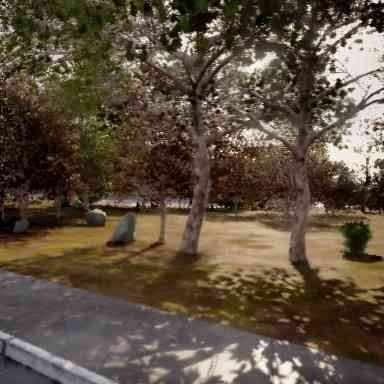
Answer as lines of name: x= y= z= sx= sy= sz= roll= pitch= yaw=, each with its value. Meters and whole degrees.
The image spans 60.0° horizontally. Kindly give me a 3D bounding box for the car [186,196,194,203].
car: x=0.649 y=2.095 z=92.420 sx=2.435 sy=2.045 sz=5.566 roll=5 pitch=1 yaw=42
